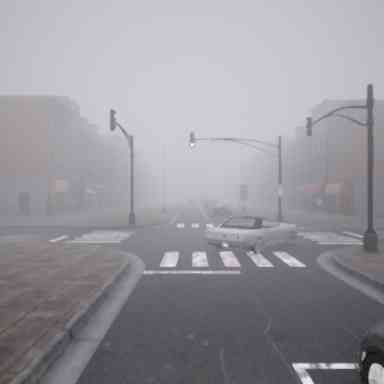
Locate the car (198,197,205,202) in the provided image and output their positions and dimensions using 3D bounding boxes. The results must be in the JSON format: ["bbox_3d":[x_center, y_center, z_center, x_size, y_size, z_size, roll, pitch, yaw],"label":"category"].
[{"bbox_3d":[2.574,2.060,93.399,1.802,1.307,4.206,0,0,0],"label":"car"}]

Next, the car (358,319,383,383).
[{"bbox_3d":[2.640,1.556,1.894,2.008,1.369,4.403,0,0,0],"label":"car"}]

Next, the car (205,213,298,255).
[{"bbox_3d":[2.658,1.644,13.786,1.895,1.301,4.718,0,-1,40],"label":"car"}]

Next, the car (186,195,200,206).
[{"bbox_3d":[-0.041,1.804,60.639,2.033,1.411,5.357,0,0,0],"label":"car"}]

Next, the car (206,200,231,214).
[{"bbox_3d":[2.619,1.647,30.924,1.887,1.381,4.507,0,0,0],"label":"car"}]

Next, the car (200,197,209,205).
[{"bbox_3d":[2.606,1.748,47.962,1.947,1.339,4.313,0,0,0],"label":"car"}]

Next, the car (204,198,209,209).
[{"bbox_3d":[2.615,1.652,36.774,1.752,1.417,4.829,0,0,0],"label":"car"}]

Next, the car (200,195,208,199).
[{"bbox_3d":[2.594,1.851,65.000,1.947,1.339,4.313,0,0,0],"label":"car"}]

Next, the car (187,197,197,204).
[{"bbox_3d":[-0.048,1.711,71.063,1.994,1.385,4.181,0,0,0],"label":"car"}]

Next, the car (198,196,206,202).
[{"bbox_3d":[2.578,1.879,87.720,1.967,1.590,4.097,0,0,0],"label":"car"}]
